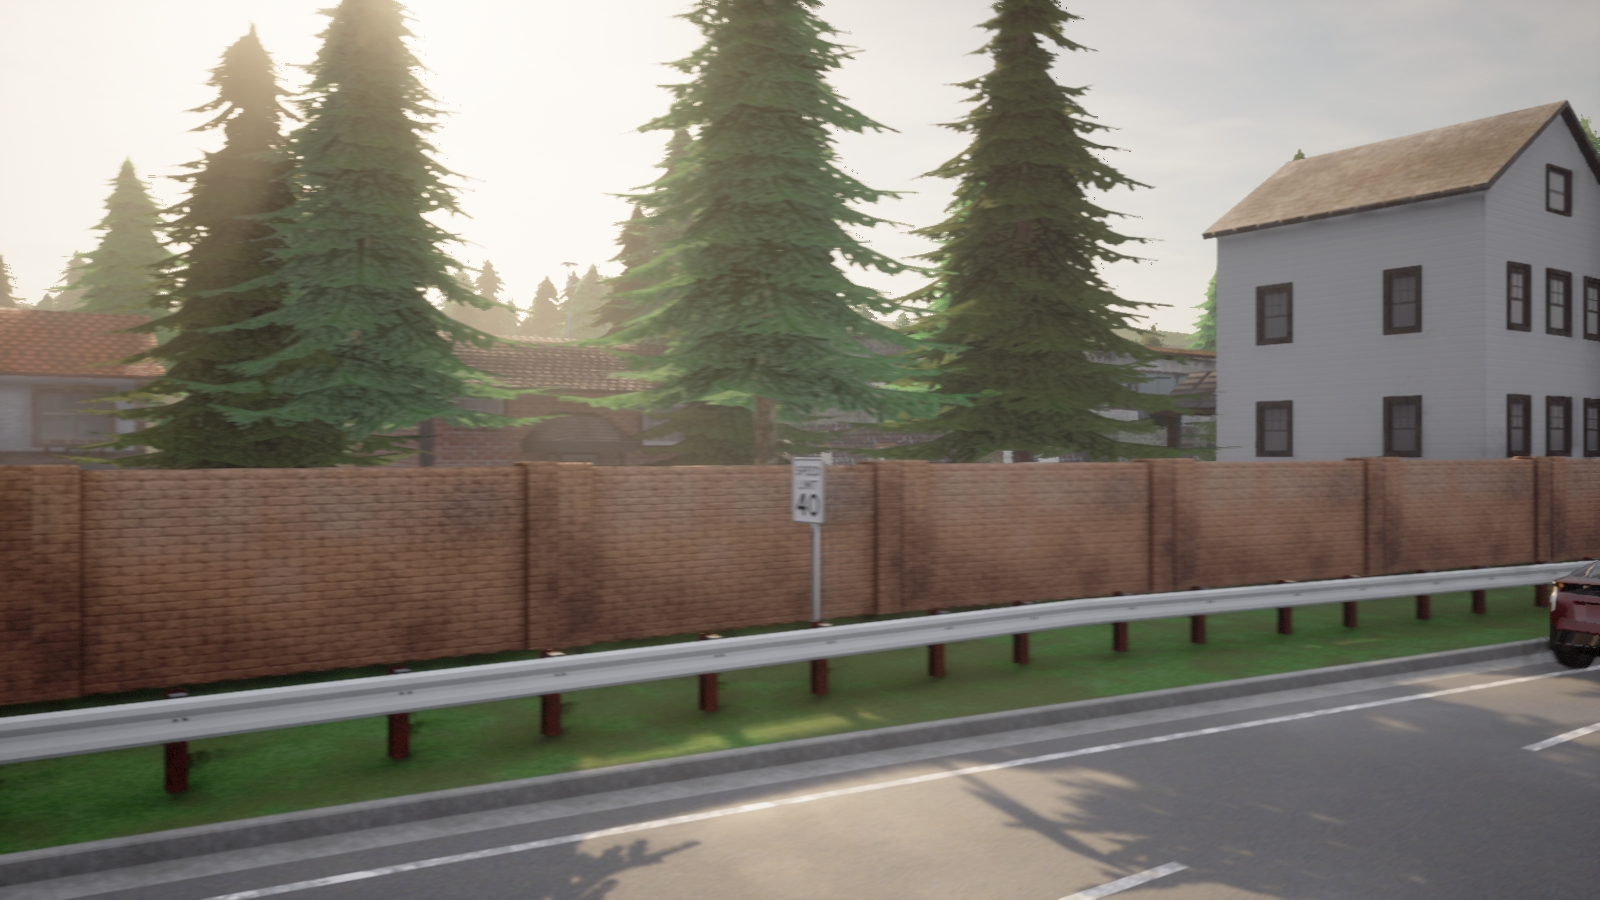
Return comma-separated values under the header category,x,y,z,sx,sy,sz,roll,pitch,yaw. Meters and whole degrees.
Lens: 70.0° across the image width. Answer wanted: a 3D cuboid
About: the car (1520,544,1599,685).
category,x,y,z,sx,sy,sz,roll,pitch,yaw
car,11.499,2.040,14.710,4.514,1.525,2.007,0,0,-32
